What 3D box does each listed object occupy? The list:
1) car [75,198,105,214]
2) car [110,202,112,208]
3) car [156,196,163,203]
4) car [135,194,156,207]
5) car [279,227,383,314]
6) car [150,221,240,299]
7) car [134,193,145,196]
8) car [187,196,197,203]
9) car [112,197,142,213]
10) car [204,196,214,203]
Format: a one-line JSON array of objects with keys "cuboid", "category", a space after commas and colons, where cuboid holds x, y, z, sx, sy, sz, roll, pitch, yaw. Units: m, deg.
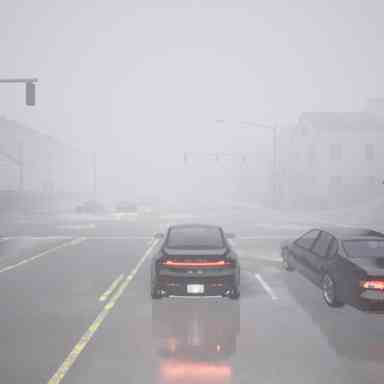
[{"cuboid": [-10.591, 1.601, 34.729, 1.895, 1.301, 4.718, 0, 0, 0], "category": "car"}, {"cuboid": [-10.582, 1.525, 48.818, 1.812, 1.442, 4.674, 0, 0, 0], "category": "car"}, {"cuboid": [-7.004, 1.478, 66.719, 1.882, 1.535, 5.008, 0, 0, 0], "category": "car"}, {"cuboid": [-7.080, 1.504, 50.782, 1.837, 1.490, 4.892, 0, 0, 0], "category": "car"}, {"cuboid": [3.577, 1.547, 7.871, 2.033, 1.411, 5.357, 0, 0, 0], "category": "car"}, {"cuboid": [0.078, 1.505, 8.448, 1.837, 1.490, 4.892, 0, 0, 0], "category": "car"}, {"cuboid": [-10.486, 1.222, 67.579, 2.150, 2.045, 5.566, 0, 0, 0], "category": "car"}, {"cuboid": [0.019, 1.547, 69.214, 2.033, 1.411, 5.357, 0, 0, 0], "category": "car"}, {"cuboid": [-7.090, 1.564, 36.584, 1.994, 1.385, 4.181, 0, 0, 0], "category": "car"}, {"cuboid": [3.517, 1.545, 69.213, 2.033, 1.411, 5.357, 0, 0, 0], "category": "car"}]
